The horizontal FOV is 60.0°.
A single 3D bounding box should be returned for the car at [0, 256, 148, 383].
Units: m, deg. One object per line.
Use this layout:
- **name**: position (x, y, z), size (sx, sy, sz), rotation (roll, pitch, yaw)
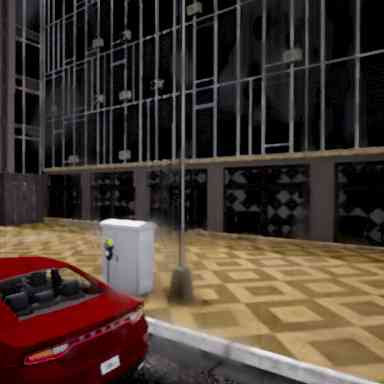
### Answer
- **car**: position (-2.623, 1.587, 4.579), size (4.507, 1.381, 1.887), rotation (-1, 0, 36)
